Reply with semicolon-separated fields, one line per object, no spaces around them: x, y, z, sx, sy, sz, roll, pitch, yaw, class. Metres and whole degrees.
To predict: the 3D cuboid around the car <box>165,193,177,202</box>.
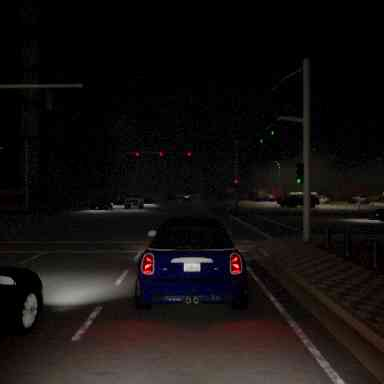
-4.604;1.180;72.107;2.150;2.045;5.566;0;0;-1;car

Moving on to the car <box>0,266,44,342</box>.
-3.489;1.503;3.838;1.837;1.490;4.892;0;0;0;car

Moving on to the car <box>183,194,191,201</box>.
-1.219;1.346;82.537;1.812;1.442;4.674;0;0;-1;car

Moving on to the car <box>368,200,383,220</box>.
17.188;1.568;26.732;4.674;1.442;1.812;0;0;-1;car

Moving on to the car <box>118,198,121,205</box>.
-11.509;1.573;56.218;1.895;1.301;4.718;0;0;0;car

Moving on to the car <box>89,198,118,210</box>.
-11.365;1.526;42.160;2.033;1.411;5.357;0;0;-1;car

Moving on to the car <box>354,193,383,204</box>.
35.838;1.176;66.901;4.605;1.855;1.932;0;0;0;car

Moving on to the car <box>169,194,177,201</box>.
-4.719;1.322;82.499;1.837;1.490;4.892;0;0;-1;car

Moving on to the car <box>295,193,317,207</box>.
20.860;1.391;58.607;3.905;1.438;1.784;0;0;0;car

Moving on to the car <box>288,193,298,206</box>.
20.798;1.179;61.290;4.605;1.855;1.932;0;0;0;car

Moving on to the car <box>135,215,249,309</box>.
-0.023;1.348;8.002;2.097;1.767;4.553;0;0;-1;car

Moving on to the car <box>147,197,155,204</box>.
-8.035;1.570;62.404;1.895;1.301;4.718;0;0;0;car

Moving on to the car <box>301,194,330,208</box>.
20.870;1.424;55.712;3.806;1.475;1.970;0;0;0;car

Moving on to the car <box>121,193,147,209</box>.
-7.913;1.200;45.804;2.150;2.045;5.566;0;0;-3;car

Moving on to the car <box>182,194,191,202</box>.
-1.108;1.560;72.469;1.895;1.301;4.718;0;0;-1;car

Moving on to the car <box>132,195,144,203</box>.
-11.598;1.435;71.451;1.882;1.535;5.008;0;0;-1;car
